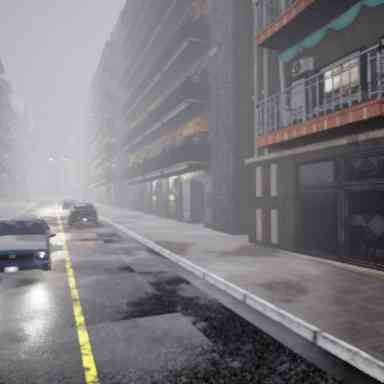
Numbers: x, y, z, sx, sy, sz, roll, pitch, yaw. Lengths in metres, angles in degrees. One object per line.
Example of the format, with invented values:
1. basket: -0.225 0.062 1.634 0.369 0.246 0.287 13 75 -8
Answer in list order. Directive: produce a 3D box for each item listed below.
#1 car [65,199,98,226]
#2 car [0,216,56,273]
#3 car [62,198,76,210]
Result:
1. car: -7.756 1.479 23.517 1.837 1.490 4.892 1 0 -22
2. car: -5.449 1.513 10.654 2.033 1.411 5.357 1 0 -23
3. car: -14.887 1.431 40.715 2.128 1.511 4.902 1 0 -22
